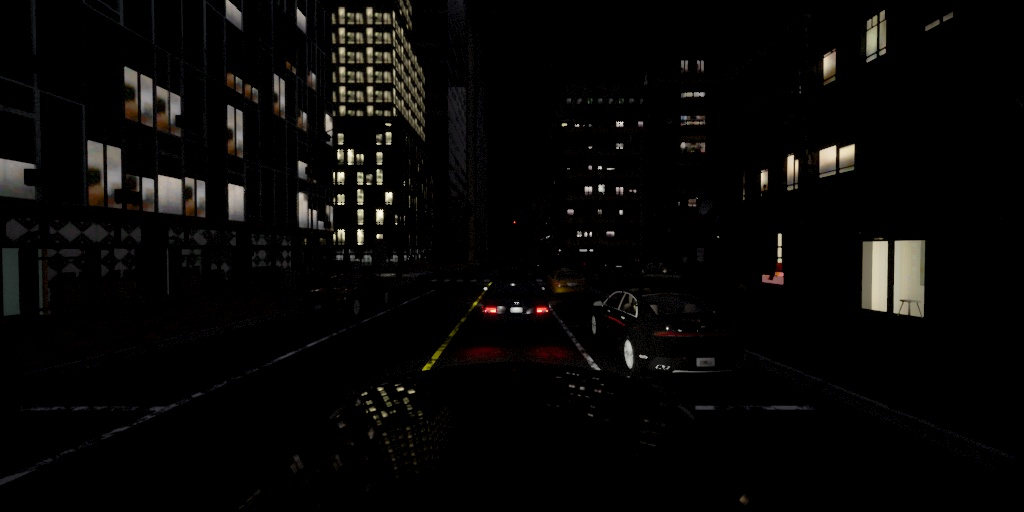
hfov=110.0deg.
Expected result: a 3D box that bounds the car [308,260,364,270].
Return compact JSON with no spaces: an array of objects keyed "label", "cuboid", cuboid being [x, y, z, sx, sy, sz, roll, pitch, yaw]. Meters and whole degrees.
[{"label":"car","cuboid":[-17.667,1.107,36.421,5.008,1.535,1.882,0,1,-1]}]

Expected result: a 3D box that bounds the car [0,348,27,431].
[{"label":"car","cuboid":[-5.796,1.300,1.757,2.007,1.370,4.403,0,0,0]}]

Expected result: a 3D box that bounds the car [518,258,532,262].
[{"label":"car","cuboid":[2.541,1.287,62.263,2.007,1.370,4.403,0,0,0]}]

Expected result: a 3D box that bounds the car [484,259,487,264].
[{"label":"car","cuboid":[-5.840,1.302,62.242,1.948,1.339,4.313,0,0,0]}]

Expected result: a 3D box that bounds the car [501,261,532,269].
[{"label":"car","cuboid":[0.045,1.249,21.223,1.837,1.490,4.892,0,0,0]}]

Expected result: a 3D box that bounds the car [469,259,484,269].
[{"label":"car","cuboid":[-5.825,1.262,56.418,1.751,1.417,4.829,0,0,0]}]

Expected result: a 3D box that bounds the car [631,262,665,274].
[{"label":"car","cuboid":[16.210,1.371,41.826,4.403,1.370,2.007,0,0,1]}]

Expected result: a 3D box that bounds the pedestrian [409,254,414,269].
[{"label":"pedestrian","cuboid":[-12.655,0.668,45.089,0.375,1.860,0.375,0,0,1]}]

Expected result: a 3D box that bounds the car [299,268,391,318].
[{"label":"car","cuboid":[-5.850,1.291,13.046,1.888,1.381,4.507,0,0,0]}]

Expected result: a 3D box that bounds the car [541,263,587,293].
[{"label":"car","cuboid":[2.776,1.270,18.824,1.751,1.417,4.829,0,0,0]}]

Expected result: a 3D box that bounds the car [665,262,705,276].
[{"label":"car","cuboid":[19.925,1.372,39.184,5.008,1.535,1.882,1,1,1]}]

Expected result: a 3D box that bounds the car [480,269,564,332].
[{"label":"car","cuboid":[0.079,1.295,10.801,2.033,1.411,5.357,0,0,0]}]

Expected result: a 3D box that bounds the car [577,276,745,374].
[{"label":"car","cuboid":[2.804,1.299,7.365,2.007,1.370,4.403,0,0,0]}]

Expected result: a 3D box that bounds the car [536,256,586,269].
[{"label":"car","cuboid":[5.389,0.985,39.354,5.566,2.045,2.150,1,0,1]}]
